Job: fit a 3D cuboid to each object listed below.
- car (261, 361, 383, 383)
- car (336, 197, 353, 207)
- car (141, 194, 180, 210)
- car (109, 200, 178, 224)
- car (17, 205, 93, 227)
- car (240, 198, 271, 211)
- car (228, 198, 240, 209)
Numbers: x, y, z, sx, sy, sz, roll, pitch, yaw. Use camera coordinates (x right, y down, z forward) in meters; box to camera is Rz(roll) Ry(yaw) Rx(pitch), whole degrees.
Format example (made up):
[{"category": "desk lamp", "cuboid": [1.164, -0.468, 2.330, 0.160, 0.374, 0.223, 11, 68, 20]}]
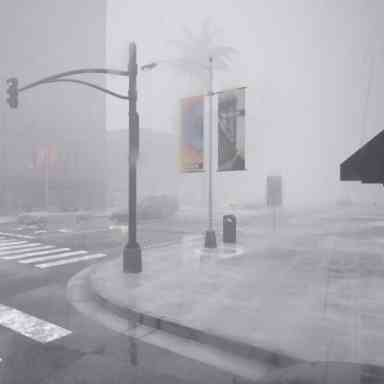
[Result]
[{"category": "car", "cuboid": [2.173, 1.551, 1.296, 4.403, 1.369, 2.008, 0, 0, 36]}, {"category": "car", "cuboid": [24.756, 1.620, 54.043, 2.128, 1.511, 4.902, 0, 0, 35]}, {"category": "car", "cuboid": [-3.418, 1.249, 31.388, 2.150, 2.045, 5.566, 0, 1, 35]}, {"category": "car", "cuboid": [-3.733, 1.574, 25.308, 2.033, 1.411, 5.357, 0, 0, 35]}, {"category": "car", "cuboid": [-9.356, 1.615, 22.989, 1.895, 1.301, 4.718, 0, 0, 35]}, {"category": "car", "cuboid": [8.494, 1.547, 42.590, 1.882, 1.535, 5.008, 0, 0, 36]}, {"category": "car", "cuboid": [6.769, 1.547, 45.765, 1.882, 1.535, 5.008, 0, 0, 36]}]
